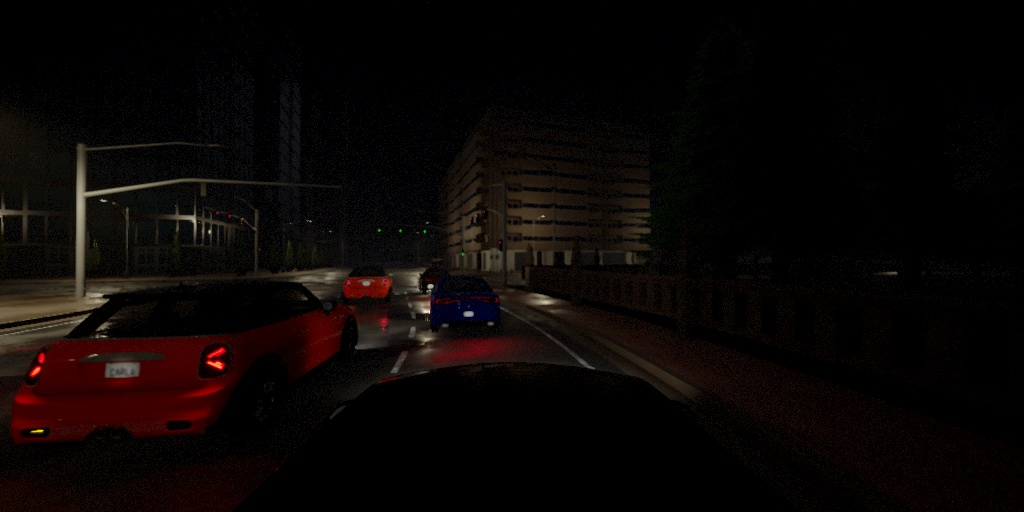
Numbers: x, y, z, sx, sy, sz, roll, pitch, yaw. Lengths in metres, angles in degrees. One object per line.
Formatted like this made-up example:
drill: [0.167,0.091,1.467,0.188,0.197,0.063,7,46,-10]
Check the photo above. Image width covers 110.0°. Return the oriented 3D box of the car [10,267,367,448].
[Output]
car: [-4.037,1.152,5.583,2.097,1.767,4.553,0,-1,-7]

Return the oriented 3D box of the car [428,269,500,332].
car: [-1.638,1.338,11.460,1.882,1.535,5.008,0,-1,-13]

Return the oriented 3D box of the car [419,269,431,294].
car: [-4.763,1.513,22.456,1.812,1.442,4.674,0,-1,-18]

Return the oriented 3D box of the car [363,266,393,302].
car: [-7.216,1.299,18.296,2.097,1.767,4.553,0,-1,-17]
